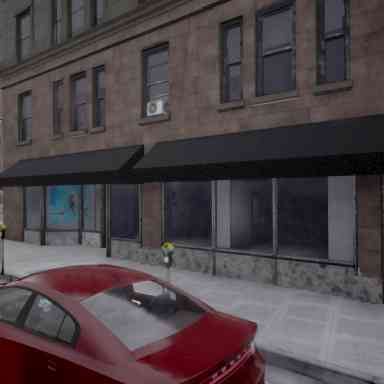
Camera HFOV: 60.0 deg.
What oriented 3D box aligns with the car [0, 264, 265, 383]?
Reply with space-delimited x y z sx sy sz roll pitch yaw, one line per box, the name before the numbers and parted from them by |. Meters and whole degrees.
car | -1.416 1.545 3.876 4.507 1.381 1.887 0 0 36
